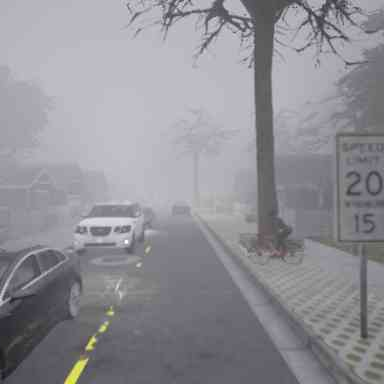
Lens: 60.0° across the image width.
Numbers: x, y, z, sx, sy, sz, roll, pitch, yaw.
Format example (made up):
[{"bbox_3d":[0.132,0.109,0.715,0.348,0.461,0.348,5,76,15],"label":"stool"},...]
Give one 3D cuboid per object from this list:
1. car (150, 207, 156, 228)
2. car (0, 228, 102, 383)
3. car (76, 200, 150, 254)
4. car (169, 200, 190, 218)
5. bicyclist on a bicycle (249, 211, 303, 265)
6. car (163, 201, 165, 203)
[{"bbox_3d":[-3.742,1.849,25.190,2.033,1.411,5.357,-1,-1,-2],"label":"car"},{"bbox_3d":[-2.982,1.571,4.692,2.128,1.511,4.902,-1,-1,-2],"label":"car"},{"bbox_3d":[-3.355,1.408,14.595,2.150,2.045,5.566,-1,-1,-2],"label":"car"},{"bbox_3d":[-1.195,1.864,35.582,1.882,1.535,5.008,-1,-2,-2],"label":"car"},{"bbox_3d":[2.501,1.380,9.878,1.656,1.620,0.582,1,-1,-2],"label":"bicyclist on a bicycle"},{"bbox_3d":[-5.462,2.122,73.007,2.033,1.411,5.357,-1,-1,-2],"label":"car"}]
